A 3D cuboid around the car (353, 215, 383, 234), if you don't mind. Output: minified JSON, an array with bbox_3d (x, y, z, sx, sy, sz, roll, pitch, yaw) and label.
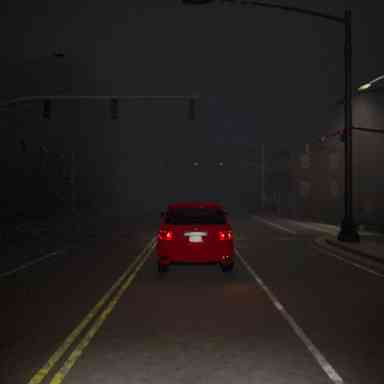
[{"bbox_3d":[15.837,2.793,28.935,4.892,1.490,1.837,9,-1,0],"label":"car"}]

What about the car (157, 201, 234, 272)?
[{"bbox_3d":[0.093,1.311,11.152,2.150,2.045,5.566,0,0,0],"label":"car"}]
